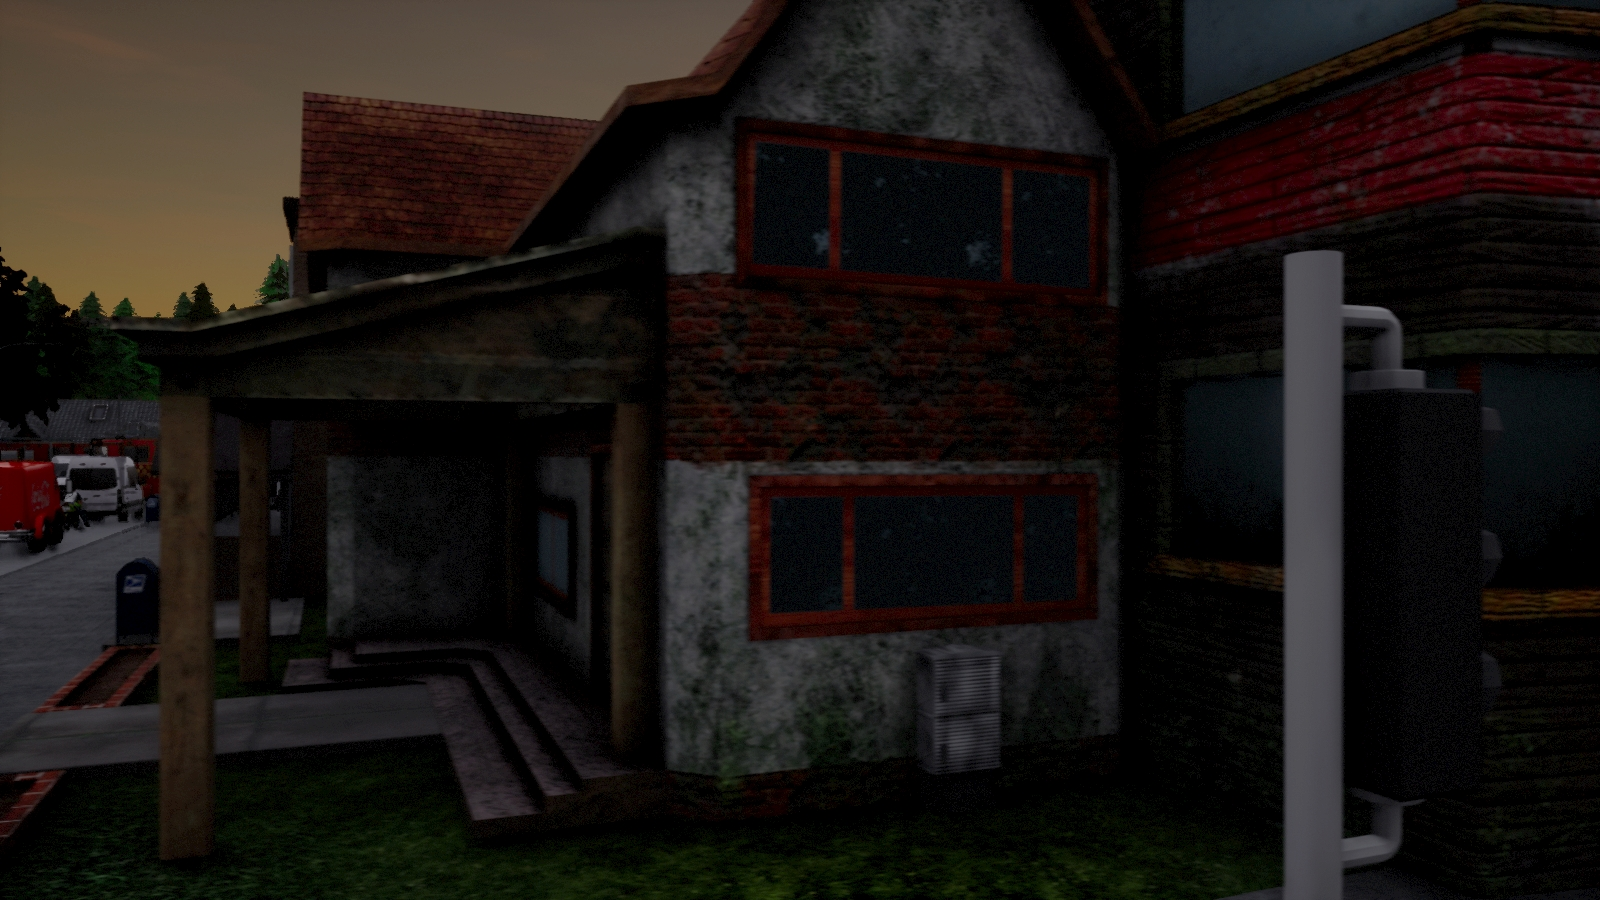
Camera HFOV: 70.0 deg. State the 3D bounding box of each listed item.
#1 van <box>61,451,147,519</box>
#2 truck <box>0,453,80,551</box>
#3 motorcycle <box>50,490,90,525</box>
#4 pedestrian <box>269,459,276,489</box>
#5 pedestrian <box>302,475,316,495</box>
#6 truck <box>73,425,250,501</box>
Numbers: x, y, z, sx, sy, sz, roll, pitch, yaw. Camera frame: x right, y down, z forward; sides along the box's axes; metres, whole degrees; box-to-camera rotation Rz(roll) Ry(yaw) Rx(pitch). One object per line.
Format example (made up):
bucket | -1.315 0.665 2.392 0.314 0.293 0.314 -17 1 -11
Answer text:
van | -27.952 1.315 46.069 1.988 2.561 5.915 0 0 -22
truck | -22.457 1.363 32.282 2.627 2.467 5.204 0 1 -22
motorcycle | -25.559 1.993 40.026 0.803 1.145 2.033 0 0 -22
pedestrian | -32.934 1.518 71.359 0.375 1.860 0.375 0 0 -27
pedestrian | -26.661 1.903 62.005 0.500 1.100 0.500 0 0 23
truck | -33.567 0.670 60.090 8.468 3.827 2.891 0 0 14
